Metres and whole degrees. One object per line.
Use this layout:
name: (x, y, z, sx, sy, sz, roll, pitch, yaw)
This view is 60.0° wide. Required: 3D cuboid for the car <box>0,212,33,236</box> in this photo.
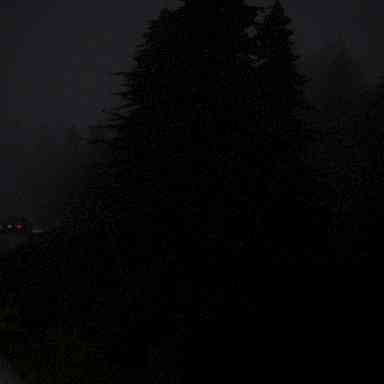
car: (-13.478, 2.562, 25.536, 2.033, 1.411, 5.357, 2, -3, -18)
